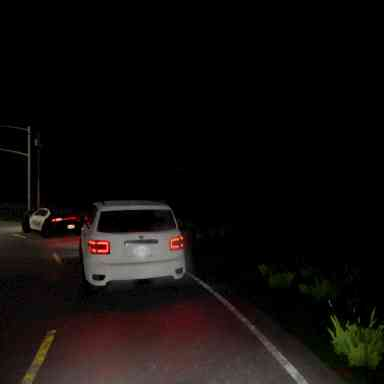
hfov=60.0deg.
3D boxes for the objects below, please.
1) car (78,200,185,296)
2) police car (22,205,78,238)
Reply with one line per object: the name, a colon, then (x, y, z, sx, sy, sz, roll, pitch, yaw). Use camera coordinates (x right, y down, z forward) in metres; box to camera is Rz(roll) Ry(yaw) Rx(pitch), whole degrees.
car: (-1.859, 1.221, 9.022, 2.150, 2.045, 5.566, 0, 0, -19)
police car: (-7.490, 1.504, 17.841, 2.038, 1.542, 4.974, 0, 0, -43)
